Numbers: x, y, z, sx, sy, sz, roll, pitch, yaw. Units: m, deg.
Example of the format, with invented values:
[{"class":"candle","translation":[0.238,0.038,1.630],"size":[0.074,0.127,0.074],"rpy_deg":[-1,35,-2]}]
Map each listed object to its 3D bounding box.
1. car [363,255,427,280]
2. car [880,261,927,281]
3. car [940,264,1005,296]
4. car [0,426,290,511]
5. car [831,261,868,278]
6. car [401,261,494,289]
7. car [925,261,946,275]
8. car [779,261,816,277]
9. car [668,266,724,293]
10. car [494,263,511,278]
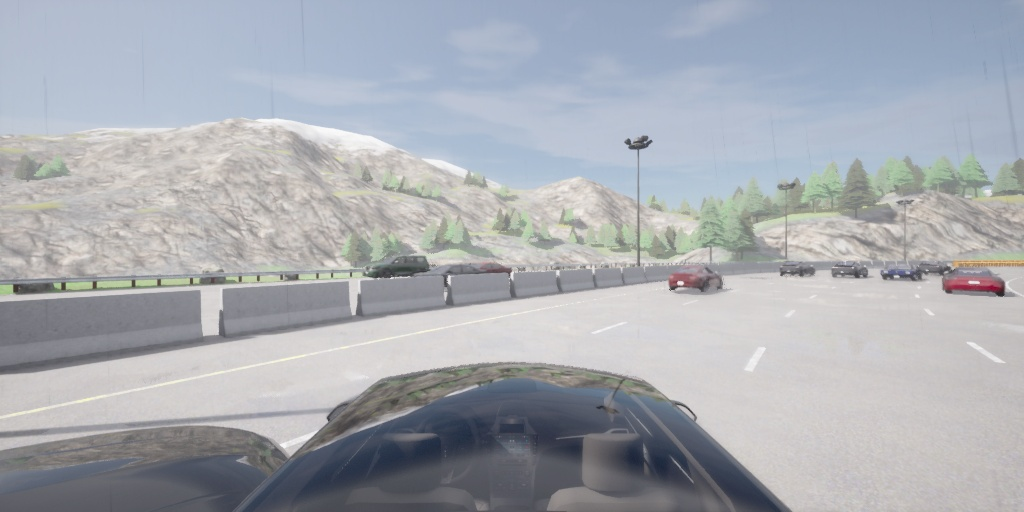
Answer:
[{"class":"car","translation":[-9.570,0.971,30.321],"size":[2.150,2.045,5.566],"rpy_deg":[0,0,43]},{"class":"car","translation":[32.309,1.351,29.677],"size":[4.718,1.301,1.895],"rpy_deg":[0,0,-35]},{"class":"car","translation":[25.003,1.314,19.507],"size":[4.181,1.385,1.994],"rpy_deg":[0,0,-40]},{"class":"car","translation":[-2.981,1.255,0.477],"size":[4.892,1.490,1.837],"rpy_deg":[0,0,-45]},{"class":"car","translation":[31.376,1.242,33.286],"size":[4.902,1.511,2.128],"rpy_deg":[0,0,-35]},{"class":"car","translation":[-3.662,1.227,21.231],"size":[1.882,1.535,5.008],"rpy_deg":[0,0,43]},{"class":"car","translation":[43.314,1.242,36.808],"size":[4.902,1.511,2.128],"rpy_deg":[0,0,-31]},{"class":"car","translation":[28.105,1.238,35.240],"size":[4.902,1.511,2.128],"rpy_deg":[0,0,-35]},{"class":"car","translation":[10.582,1.275,20.603],"size":[4.674,1.442,1.812],"rpy_deg":[0,0,-44]},{"class":"car","translation":[-2.251,1.227,27.803],"size":[1.882,1.535,5.008],"rpy_deg":[0,0,45]}]
